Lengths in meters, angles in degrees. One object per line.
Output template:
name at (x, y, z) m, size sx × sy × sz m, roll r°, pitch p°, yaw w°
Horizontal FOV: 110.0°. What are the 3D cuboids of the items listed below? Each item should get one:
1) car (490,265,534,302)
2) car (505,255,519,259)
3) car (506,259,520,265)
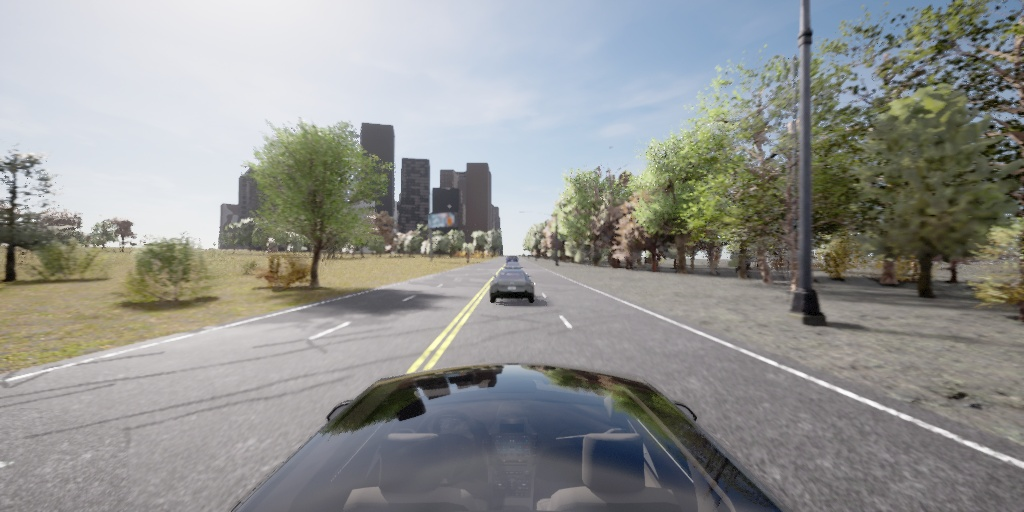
car at (0.000, 1.319, 17.067) m, size 1.994 × 1.385 × 4.181 m, roll 0°, pitch 0°, yaw 0°
car at (0.048, 0.918, 61.573) m, size 2.150 × 2.045 × 5.566 m, roll -2°, pitch 1°, yaw 1°
car at (0.103, 1.298, 35.649) m, size 2.033 × 1.411 × 5.357 m, roll 0°, pitch 0°, yaw 0°
